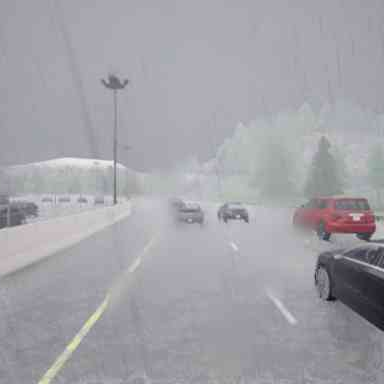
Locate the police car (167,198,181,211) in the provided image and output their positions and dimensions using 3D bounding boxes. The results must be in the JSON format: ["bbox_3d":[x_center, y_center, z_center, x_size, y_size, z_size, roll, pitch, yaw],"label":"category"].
[{"bbox_3d":[-2.032,1.528,41.178,2.038,1.542,4.974,0,0,-8],"label":"police car"}]

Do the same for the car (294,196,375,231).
[{"bbox_3d":[7.014,1.231,16.943,2.150,2.045,5.566,0,0,-1],"label":"car"}]

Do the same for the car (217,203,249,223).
[{"bbox_3d":[3.098,1.541,25.657,1.812,1.442,4.674,0,0,-4],"label":"car"}]

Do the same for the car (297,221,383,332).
[{"bbox_3d":[3.603,1.495,5.395,2.128,1.511,4.902,0,0,0],"label":"car"}]

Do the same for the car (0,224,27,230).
[{"bbox_3d":[-10.757,1.516,18.066,1.837,1.490,4.892,0,0,-2],"label":"car"}]

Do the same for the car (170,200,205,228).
[{"bbox_3d":[-0.218,1.505,22.339,2.128,1.511,4.902,0,0,-3],"label":"car"}]
